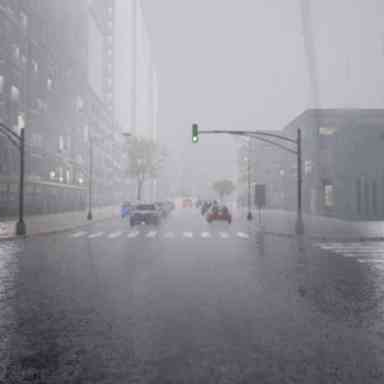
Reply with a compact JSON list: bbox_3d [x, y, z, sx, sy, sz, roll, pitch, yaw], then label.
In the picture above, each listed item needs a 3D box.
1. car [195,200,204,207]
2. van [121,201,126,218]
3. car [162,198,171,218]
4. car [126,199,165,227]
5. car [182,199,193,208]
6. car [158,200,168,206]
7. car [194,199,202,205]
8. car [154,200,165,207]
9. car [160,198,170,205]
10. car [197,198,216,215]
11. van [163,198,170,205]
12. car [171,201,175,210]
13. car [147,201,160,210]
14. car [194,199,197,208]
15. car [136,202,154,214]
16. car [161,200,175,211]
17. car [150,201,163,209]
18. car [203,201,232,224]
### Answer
[{"bbox_3d":[1.616,2.519,74.205,1.947,1.339,4.313,1,-1,-1],"label":"car"},{"bbox_3d":[-6.190,1.765,34.338,1.690,1.788,3.998,1,-1,-1],"label":"van"},{"bbox_3d":[-3.620,1.789,34.774,2.097,1.767,4.553,0,-1,-1],"label":"car"},{"bbox_3d":[-3.495,1.675,25.863,2.097,1.767,4.553,0,-1,-1],"label":"car"},{"bbox_3d":[-0.888,2.211,67.359,2.097,1.767,4.553,0,-1,-1],"label":"car"},{"bbox_3d":[-6.843,2.550,79.719,2.008,1.369,4.403,1,-1,-1],"label":"car"},{"bbox_3d":[1.456,2.537,85.552,1.967,1.590,4.097,1,-1,-1],"label":"car"},{"bbox_3d":[-6.681,2.422,68.373,1.947,1.339,4.313,1,-1,-1],"label":"car"},{"bbox_3d":[-6.919,2.386,85.396,2.192,1.841,5.009,1,-1,-1],"label":"car"},{"bbox_3d":[2.108,1.837,40.170,2.192,1.841,5.009,1,-1,-1],"label":"car"},{"bbox_3d":[-7.001,2.484,91.068,1.690,1.788,3.998,1,-1,-1],"label":"van"},{"bbox_3d":[-3.754,2.054,44.657,2.128,1.511,4.902,0,-1,-1],"label":"car"},{"bbox_3d":[-6.519,2.294,57.027,1.802,1.307,4.206,1,-1,-1],"label":"car"},{"bbox_3d":[1.784,2.125,62.862,2.192,1.841,5.009,1,-1,-1],"label":"car"},{"bbox_3d":[-6.353,2.091,45.512,1.752,1.417,4.829,1,-1,-1],"label":"car"},{"bbox_3d":[-3.870,2.168,54.760,1.882,1.535,5.008,0,-1,0],"label":"car"},{"bbox_3d":[-6.600,2.350,62.700,1.947,1.339,4.313,1,-1,-1],"label":"car"},{"bbox_3d":[2.267,1.818,28.822,1.967,1.590,4.097,1,-1,-1],"label":"car"}]
